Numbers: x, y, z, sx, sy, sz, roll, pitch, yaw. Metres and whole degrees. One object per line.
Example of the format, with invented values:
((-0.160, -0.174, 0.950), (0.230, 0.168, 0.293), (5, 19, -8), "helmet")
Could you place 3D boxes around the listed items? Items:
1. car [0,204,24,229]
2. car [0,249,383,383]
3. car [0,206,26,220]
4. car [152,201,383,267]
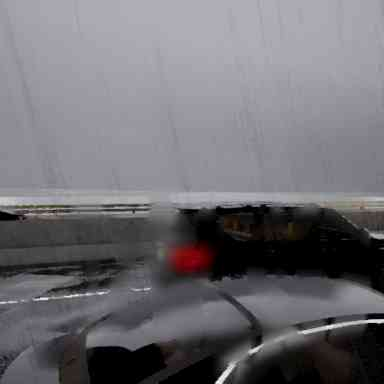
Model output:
((-13.016, 1.518, 20.311), (4.674, 1.442, 1.812), (0, 0, -19), "car")
((1.092, 1.505, 2.785), (4.892, 1.490, 1.837), (0, 0, -19), "car")
((-11.159, 1.519, 17.254), (4.674, 1.442, 1.812), (0, 0, -19), "car")
((1.980, 1.221, 6.799), (5.566, 2.045, 2.150), (0, 0, -19), "car")
